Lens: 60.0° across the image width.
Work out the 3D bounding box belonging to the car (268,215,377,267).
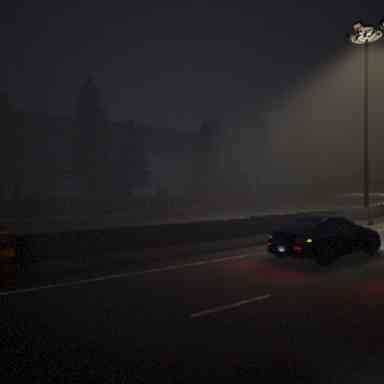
[{"bbox_3d":[4.585,1.499,11.404,4.674,1.442,1.812,-1,1,-35],"label":"car"}]

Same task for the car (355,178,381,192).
[{"bbox_3d":[22.301,-0.883,41.647,4.892,1.490,1.837,-8,5,-35],"label":"car"}]

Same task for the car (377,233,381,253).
[{"bbox_3d":[7.470,1.449,9.162,4.902,1.511,2.128,-1,1,-36],"label":"car"}]

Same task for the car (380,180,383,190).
[{"bbox_3d":[24.359,-0.863,38.817,4.674,1.442,1.812,-8,5,-35],"label":"car"}]
